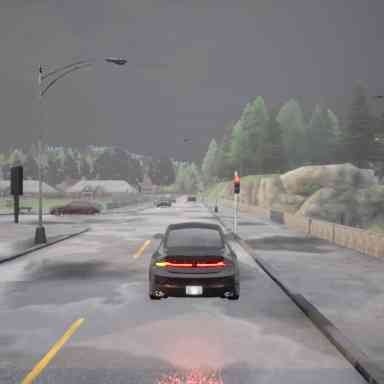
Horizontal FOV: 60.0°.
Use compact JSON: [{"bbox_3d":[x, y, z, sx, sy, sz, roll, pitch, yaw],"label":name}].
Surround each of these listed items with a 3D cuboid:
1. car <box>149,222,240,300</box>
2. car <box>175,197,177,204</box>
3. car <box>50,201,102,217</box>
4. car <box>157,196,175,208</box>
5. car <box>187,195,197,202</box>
[{"bbox_3d":[0.057,1.508,8.376,1.837,1.490,4.892,0,0,0],"label":"car"},{"bbox_3d":[-4.064,1.531,65.763,1.837,1.490,4.892,0,0,0],"label":"car"},{"bbox_3d":[-10.817,1.537,31.181,4.674,1.442,1.812,0,1,-8],"label":"car"},{"bbox_3d":[-4.115,1.582,49.740,1.994,1.385,4.181,0,0,0],"label":"car"},{"bbox_3d":[-0.029,1.351,70.993,1.882,1.535,5.008,0,0,0],"label":"car"}]
